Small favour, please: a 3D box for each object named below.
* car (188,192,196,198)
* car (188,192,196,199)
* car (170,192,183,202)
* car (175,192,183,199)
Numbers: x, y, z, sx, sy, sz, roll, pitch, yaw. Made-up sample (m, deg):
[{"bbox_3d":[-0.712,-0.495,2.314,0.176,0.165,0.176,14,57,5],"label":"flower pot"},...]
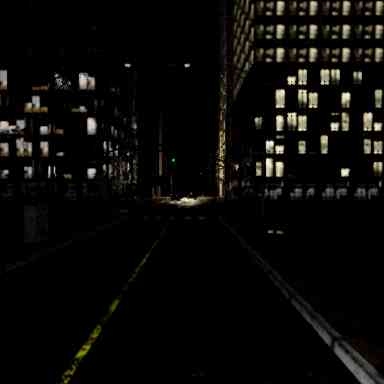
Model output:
[{"bbox_3d":[-0.070,0.870,86.861,2.128,1.511,4.902,0,0,0],"label":"car"},{"bbox_3d":[-0.062,0.965,76.444,2.033,1.411,5.357,0,0,0],"label":"car"},{"bbox_3d":[-3.064,1.061,63.619,2.033,1.411,5.357,0,0,0],"label":"car"},{"bbox_3d":[-3.064,0.768,79.727,1.837,1.490,4.892,0,0,0],"label":"car"}]
